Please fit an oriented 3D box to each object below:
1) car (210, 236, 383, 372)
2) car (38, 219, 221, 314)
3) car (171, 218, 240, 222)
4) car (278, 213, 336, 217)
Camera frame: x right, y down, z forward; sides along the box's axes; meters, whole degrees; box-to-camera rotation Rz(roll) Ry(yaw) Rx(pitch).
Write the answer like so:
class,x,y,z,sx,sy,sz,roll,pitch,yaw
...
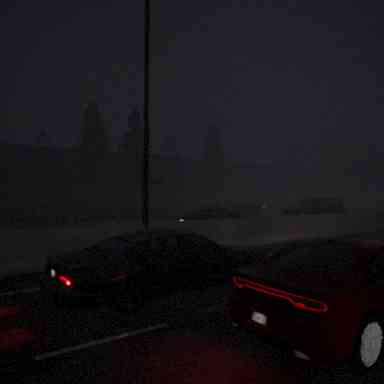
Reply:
class,x,y,z,sx,sy,sz,roll,pitch,yaw
car,2.902,1.527,5.817,5.008,1.535,1.882,1,0,-35
car,-0.542,1.581,7.658,5.357,1.411,2.033,1,0,-36
car,0.857,1.619,21.803,4.892,1.490,1.837,0,0,-36
car,8.388,1.399,22.875,5.566,2.045,2.150,1,-1,-35
